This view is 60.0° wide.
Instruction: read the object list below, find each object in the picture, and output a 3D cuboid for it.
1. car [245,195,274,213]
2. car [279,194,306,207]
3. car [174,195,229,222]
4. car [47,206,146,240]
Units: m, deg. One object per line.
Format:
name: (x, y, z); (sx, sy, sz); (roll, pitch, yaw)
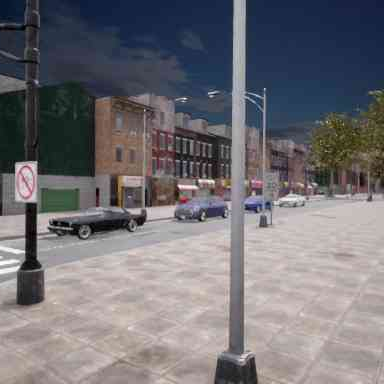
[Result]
car: (5.992, 1.049, 30.906); (1.882, 1.535, 5.008); (1, 1, 35)
car: (11.822, 0.979, 39.040); (1.812, 1.442, 4.674); (1, 1, 36)
car: (0.725, 1.038, 23.530); (2.097, 1.767, 4.553); (1, 1, 35)
car: (-4.487, 1.408, 16.229); (1.895, 1.301, 4.718); (1, 1, 35)
